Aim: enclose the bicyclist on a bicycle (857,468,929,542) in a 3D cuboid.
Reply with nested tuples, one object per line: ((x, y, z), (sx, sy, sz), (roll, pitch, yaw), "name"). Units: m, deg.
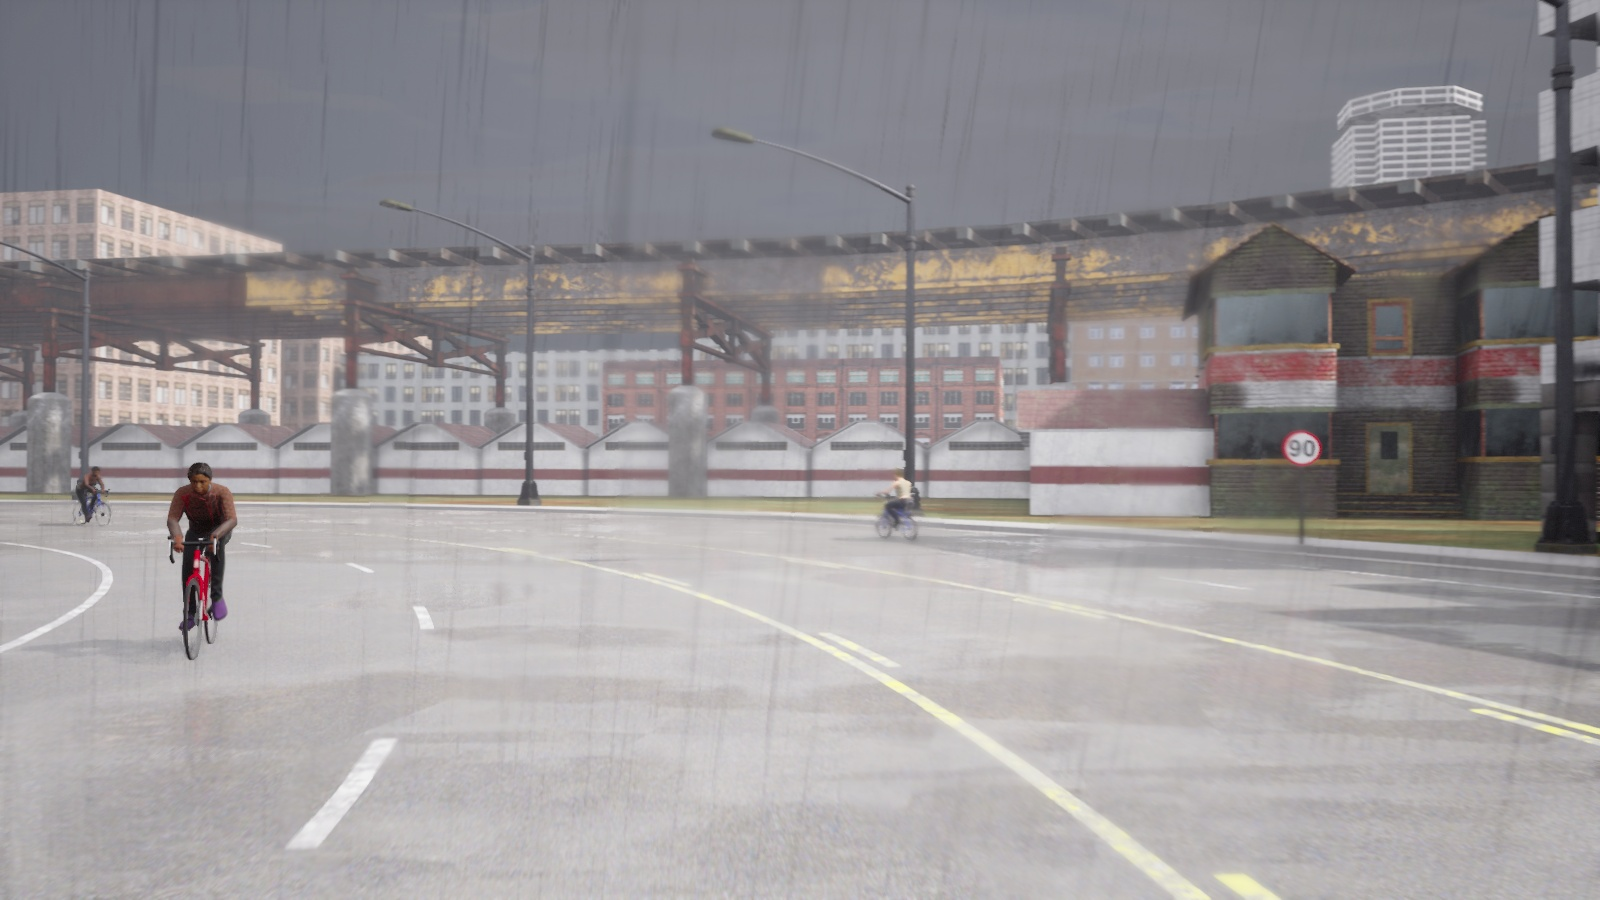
((2.102, 1.215, 28.451), (0.866, 1.612, 1.509), (0, -1, -33), "bicyclist on a bicycle")

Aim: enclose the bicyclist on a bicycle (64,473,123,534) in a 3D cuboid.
((-19.251, 1.433, 34.207), (1.656, 1.620, 0.582), (0, 0, 28), "bicyclist on a bicycle")

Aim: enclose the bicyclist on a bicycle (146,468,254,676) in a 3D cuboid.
((-5.102, 0.972, 10.754), (0.582, 1.620, 1.656), (0, -1, -17), "bicyclist on a bicycle")
